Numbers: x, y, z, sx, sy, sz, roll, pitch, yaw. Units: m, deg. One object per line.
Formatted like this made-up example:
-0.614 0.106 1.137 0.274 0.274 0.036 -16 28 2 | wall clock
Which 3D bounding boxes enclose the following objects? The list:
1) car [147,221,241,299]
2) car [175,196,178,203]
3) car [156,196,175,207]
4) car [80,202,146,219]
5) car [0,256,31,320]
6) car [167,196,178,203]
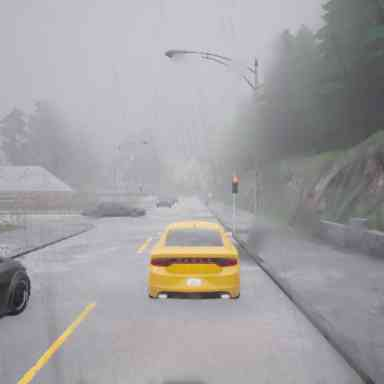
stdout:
0.061 1.478 8.490 1.882 1.535 5.008 0 0 1 | car
-4.020 1.564 58.776 1.994 1.385 4.181 0 0 0 | car
-4.047 1.352 49.457 2.097 1.767 4.553 0 0 0 | car
-6.697 1.547 28.374 5.357 1.411 2.033 0 0 -16 | car
-4.097 1.564 4.726 1.994 1.385 4.181 0 0 0 | car
-3.938 1.564 68.785 1.994 1.385 4.181 0 0 1 | car
